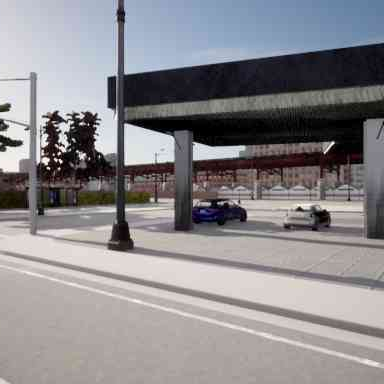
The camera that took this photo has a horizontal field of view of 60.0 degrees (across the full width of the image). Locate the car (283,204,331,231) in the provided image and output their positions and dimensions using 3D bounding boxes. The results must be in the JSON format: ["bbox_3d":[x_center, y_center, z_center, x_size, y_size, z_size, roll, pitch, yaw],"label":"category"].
[{"bbox_3d":[7.086,1.461,20.222,1.970,1.475,3.806,0,0,37],"label":"car"}]

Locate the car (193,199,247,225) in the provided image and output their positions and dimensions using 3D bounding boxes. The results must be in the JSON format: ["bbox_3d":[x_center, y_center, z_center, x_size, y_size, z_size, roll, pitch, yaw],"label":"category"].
[{"bbox_3d":[2.005,1.306,23.010,2.242,1.667,4.611,0,0,37],"label":"car"}]
